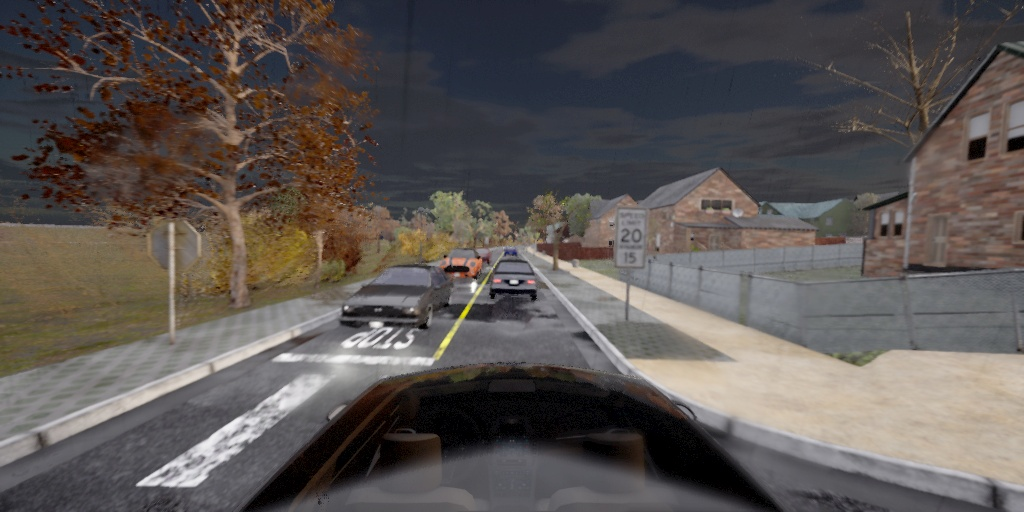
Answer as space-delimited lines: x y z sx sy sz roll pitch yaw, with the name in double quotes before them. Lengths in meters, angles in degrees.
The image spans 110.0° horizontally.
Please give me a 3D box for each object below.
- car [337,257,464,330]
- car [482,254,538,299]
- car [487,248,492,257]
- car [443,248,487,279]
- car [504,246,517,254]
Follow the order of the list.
"car" -2.847 0.956 10.201 2.033 1.411 5.357 2 2 0
"car" 0.067 0.852 15.018 2.033 1.411 5.357 2 2 0
"car" -2.932 -0.058 34.066 1.882 1.535 5.008 2 2 0
"car" -2.889 0.325 21.161 2.097 1.767 4.553 2 2 0
"car" -0.180 -0.707 52.817 1.882 1.535 5.008 2 2 0
